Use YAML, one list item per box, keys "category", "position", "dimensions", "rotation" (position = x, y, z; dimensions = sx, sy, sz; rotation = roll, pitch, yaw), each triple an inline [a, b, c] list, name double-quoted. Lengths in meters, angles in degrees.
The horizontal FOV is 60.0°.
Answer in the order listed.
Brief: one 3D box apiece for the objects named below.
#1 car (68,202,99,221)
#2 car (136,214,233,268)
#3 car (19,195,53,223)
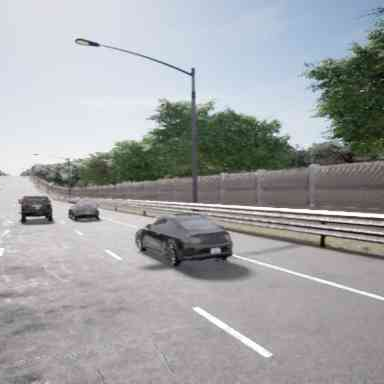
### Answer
- category: "car"
  position: [-9.063, 1.567, 27.672]
  dimensions: [1.994, 1.385, 4.181]
  rotation: [-1, 0, -28]
- category: "car"
  position: [-0.425, 1.461, 11.193]
  dimensions: [1.812, 1.442, 4.674]
  rotation: [-1, 0, -28]
- category: "car"
  position: [-12.687, 1.287, 27.039]
  dimensions: [2.150, 2.045, 5.566]
  rotation: [-1, 0, -28]
